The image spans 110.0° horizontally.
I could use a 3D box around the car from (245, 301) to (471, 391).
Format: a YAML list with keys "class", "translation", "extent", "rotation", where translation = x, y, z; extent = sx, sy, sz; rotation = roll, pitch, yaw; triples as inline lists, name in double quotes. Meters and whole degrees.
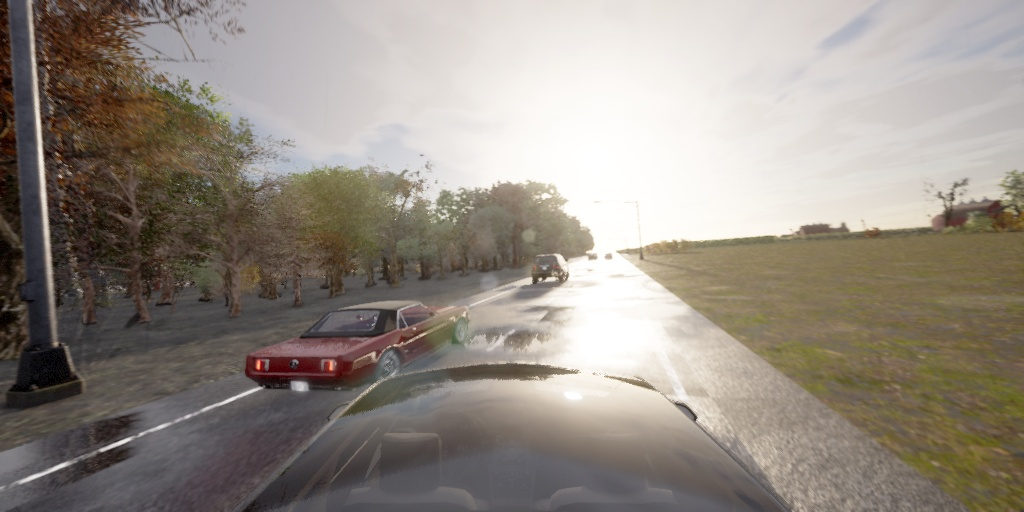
- class: "car"
  translation: [-2.510, 1.576, 7.366]
  extent: [1.895, 1.301, 4.718]
  rotation: [-5, 0, 16]

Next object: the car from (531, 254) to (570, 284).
- class: "car"
  translation: [2.936, 0.883, 26.878]
  extent: [2.150, 2.045, 5.566]
  rotation: [-5, 0, 16]
